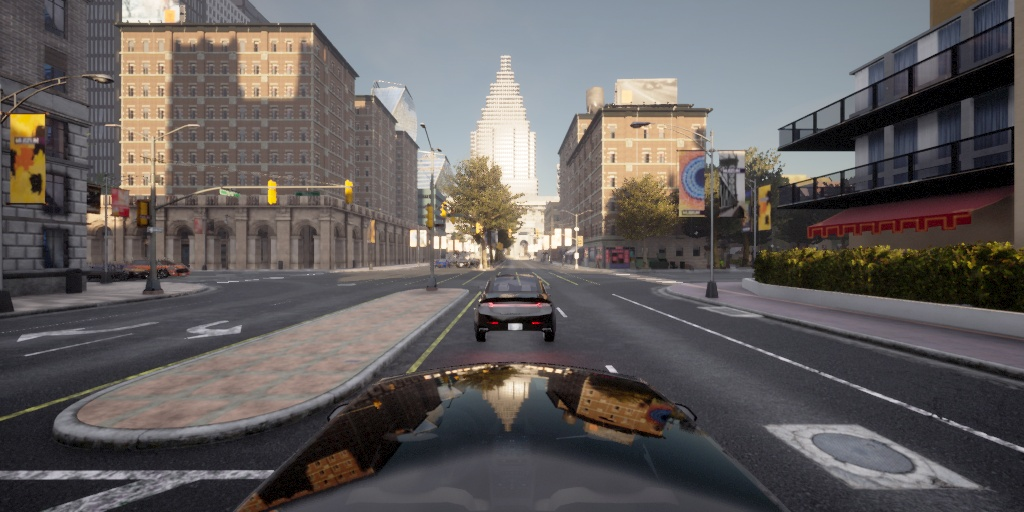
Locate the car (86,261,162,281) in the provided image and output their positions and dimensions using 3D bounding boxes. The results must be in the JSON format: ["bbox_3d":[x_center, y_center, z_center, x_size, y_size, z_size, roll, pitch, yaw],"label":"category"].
[{"bbox_3d":[-32.381,1.296,29.221,5.357,1.411,2.033,0,0,0],"label":"car"}]

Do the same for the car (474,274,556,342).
[{"bbox_3d":[0.080,1.241,9.796,2.128,1.511,4.902,0,0,0],"label":"car"}]

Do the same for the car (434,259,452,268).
[{"bbox_3d":[-11.550,1.226,60.028,1.882,1.535,5.008,0,0,0],"label":"car"}]

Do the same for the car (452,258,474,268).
[{"bbox_3d":[-8.053,1.240,59.613,2.128,1.511,4.902,0,0,0],"label":"car"}]

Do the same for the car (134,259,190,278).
[{"bbox_3d":[-32.247,1.101,32.726,4.553,1.767,2.097,0,0,0],"label":"car"}]
